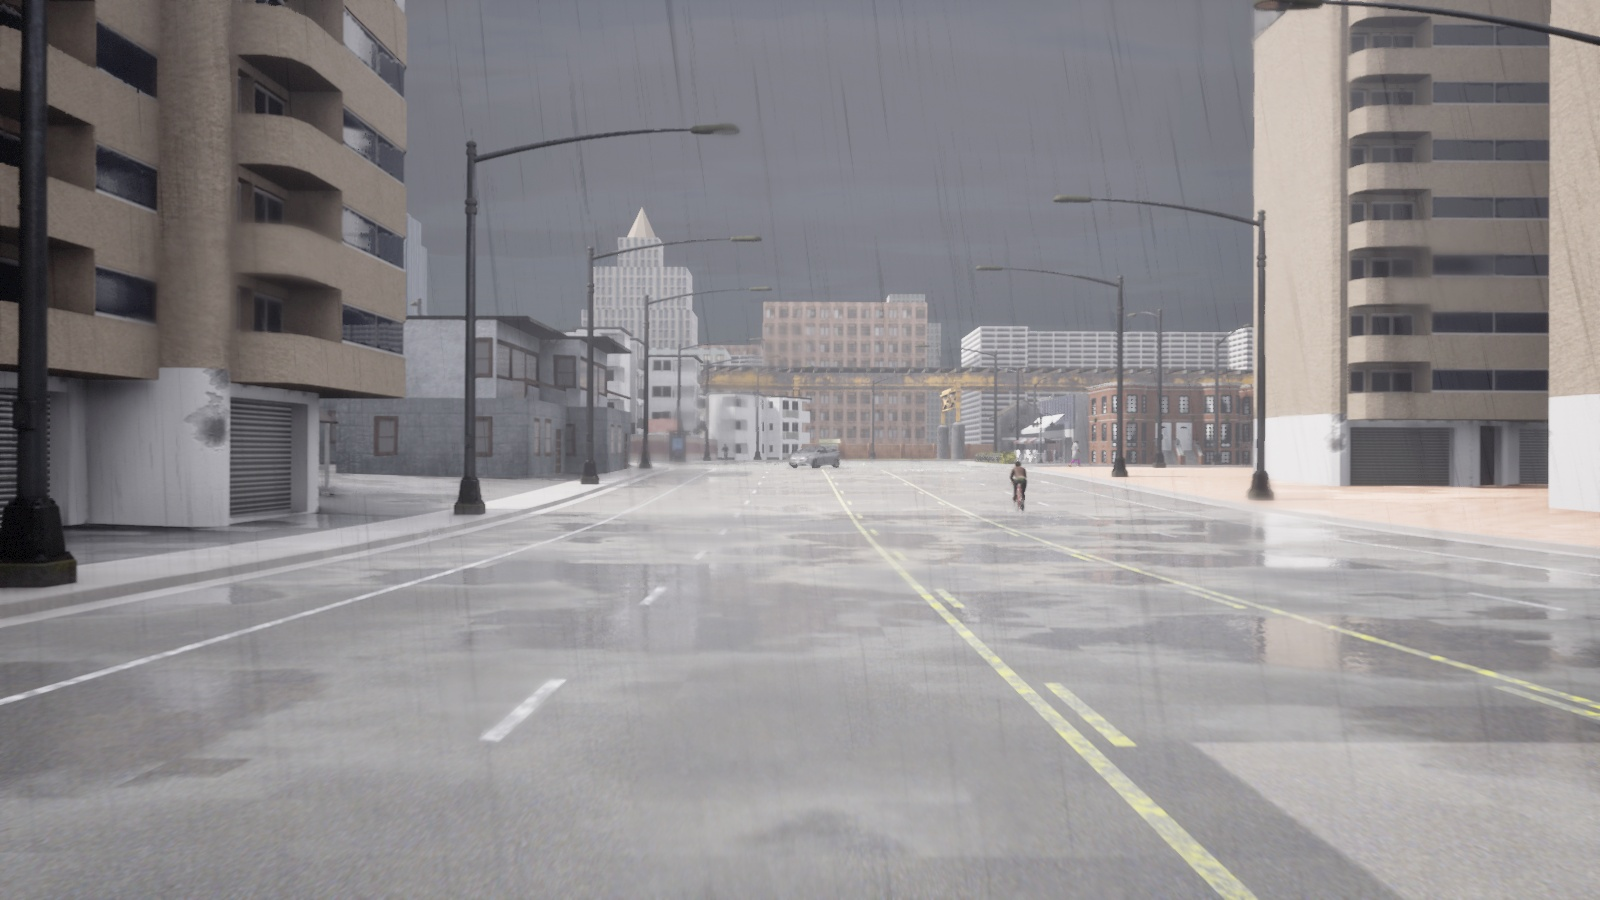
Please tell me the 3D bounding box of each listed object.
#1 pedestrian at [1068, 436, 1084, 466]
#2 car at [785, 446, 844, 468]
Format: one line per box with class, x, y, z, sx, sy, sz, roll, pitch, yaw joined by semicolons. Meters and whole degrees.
pedestrian;18.504;0.059;84.150;0.873;1.952;0.659;0;0;-6
car;1.036;0.469;87.548;2.007;1.525;4.514;0;0;33
